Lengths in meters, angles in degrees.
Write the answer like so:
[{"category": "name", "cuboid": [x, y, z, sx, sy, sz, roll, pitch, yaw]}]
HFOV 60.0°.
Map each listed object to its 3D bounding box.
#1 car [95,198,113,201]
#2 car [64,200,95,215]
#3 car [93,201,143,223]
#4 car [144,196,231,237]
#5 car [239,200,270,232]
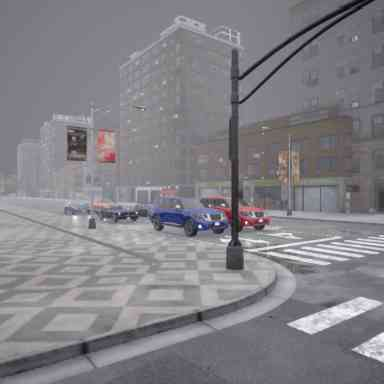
[{"category": "car", "cuboid": [-9.770, 1.479, 37.582, 2.097, 1.767, 4.553, 0, 0, -36]}, {"category": "car", "cuboid": [-12.300, 1.652, 35.527, 1.812, 1.442, 4.674, 0, 0, -36]}, {"category": "car", "cuboid": [-6.091, 1.694, 26.978, 1.895, 1.301, 4.718, 0, 0, -36]}, {"category": "car", "cuboid": [-0.347, 1.277, 19.089, 2.150, 2.045, 5.566, 0, 0, -36]}, {"category": "car", "cuboid": [2.266, 1.277, 21.021, 2.150, 2.045, 5.566, 0, 0, -36]}]
